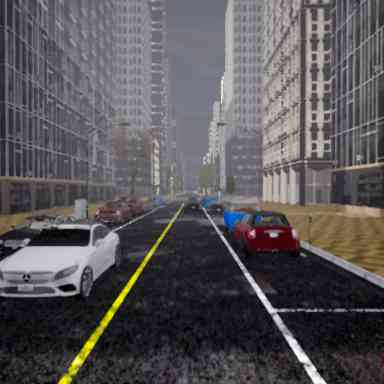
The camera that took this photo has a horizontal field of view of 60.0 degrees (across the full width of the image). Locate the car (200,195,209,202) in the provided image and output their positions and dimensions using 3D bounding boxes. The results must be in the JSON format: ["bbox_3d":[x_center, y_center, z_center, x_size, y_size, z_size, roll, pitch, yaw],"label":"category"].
[{"bbox_3d":[2.827,1.467,75.364,1.947,1.339,4.313,-1,0,0],"label":"car"}]

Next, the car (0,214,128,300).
[{"bbox_3d":[-3.076,1.516,8.508,1.812,1.442,4.674,0,0,0],"label":"car"}]

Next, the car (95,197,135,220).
[{"bbox_3d":[-5.694,1.413,24.212,1.967,1.590,4.097,-1,0,0],"label":"car"}]

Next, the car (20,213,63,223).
[{"bbox_3d":[-5.696,1.537,12.844,2.008,1.369,4.403,-1,0,0],"label":"car"}]

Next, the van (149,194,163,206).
[{"bbox_3d":[-5.689,1.279,52.631,1.690,1.788,3.998,-1,0,0],"label":"van"}]

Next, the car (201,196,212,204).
[{"bbox_3d":[2.748,1.485,63.995,1.947,1.339,4.313,-1,0,0],"label":"car"}]

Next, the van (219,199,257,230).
[{"bbox_3d":[2.684,1.320,18.526,1.690,1.788,3.998,-1,0,0],"label":"van"}]

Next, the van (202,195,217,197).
[{"bbox_3d":[2.689,1.286,46.945,1.690,1.788,3.998,-1,0,0],"label":"van"}]

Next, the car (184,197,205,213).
[{"bbox_3d":[0.115,1.523,36.138,1.994,1.385,4.181,0,0,-1],"label":"car"}]

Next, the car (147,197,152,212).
[{"bbox_3d":[-5.692,1.541,35.579,1.802,1.307,4.206,-1,0,0],"label":"car"}]

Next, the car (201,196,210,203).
[{"bbox_3d":[2.808,1.492,69.678,1.802,1.307,4.206,-1,0,0],"label":"car"}]

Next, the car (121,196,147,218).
[{"bbox_3d":[-5.695,1.281,29.895,2.192,1.841,5.009,-1,0,0],"label":"car"}]

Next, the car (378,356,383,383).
[{"bbox_3d":[2.682,1.438,1.475,1.967,1.590,4.097,-1,0,0],"label":"car"}]

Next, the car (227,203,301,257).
[{"bbox_3d":[2.683,1.426,12.843,1.967,1.590,4.097,-1,0,0],"label":"car"}]

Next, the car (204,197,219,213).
[{"bbox_3d":[2.689,1.510,35.577,2.008,1.369,4.403,-1,0,0],"label":"car"}]

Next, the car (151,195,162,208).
[{"bbox_3d":[-5.689,1.527,46.947,1.802,1.307,4.206,-1,0,0],"label":"car"}]
